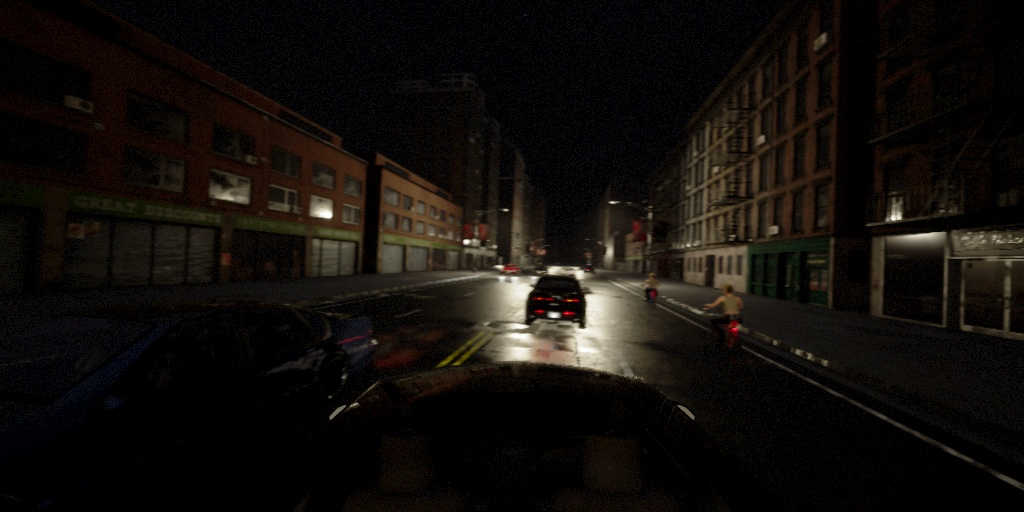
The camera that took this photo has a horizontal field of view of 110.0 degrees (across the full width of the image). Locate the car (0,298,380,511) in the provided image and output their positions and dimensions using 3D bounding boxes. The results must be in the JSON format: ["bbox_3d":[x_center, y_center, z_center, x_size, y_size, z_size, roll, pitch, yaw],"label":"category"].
[{"bbox_3d":[-3.392,1.172,3.513,2.033,1.411,5.357,2,-1,9],"label":"car"}]

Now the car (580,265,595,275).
[{"bbox_3d":[12.673,2.319,59.220,1.837,1.490,4.892,2,0,10],"label":"car"}]

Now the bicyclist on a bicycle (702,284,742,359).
[{"bbox_3d":[4.980,1.461,8.382,0.866,1.612,1.509,2,-1,10],"label":"bicyclist on a bicycle"}]

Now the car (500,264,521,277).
[{"bbox_3d":[-0.127,1.655,42.780,1.812,1.442,4.674,2,-1,10],"label":"car"}]

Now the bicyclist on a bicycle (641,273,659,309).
[{"bbox_3d":[6.410,1.599,16.531,0.866,1.612,1.509,2,-1,9],"label":"bicyclist on a bicycle"}]

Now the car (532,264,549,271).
[{"bbox_3d":[3.763,1.829,46.310,1.837,1.490,4.892,2,-1,10],"label":"car"}]

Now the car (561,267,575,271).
[{"bbox_3d":[7.026,2.050,45.024,1.895,1.301,4.718,2,-1,9],"label":"car"}]

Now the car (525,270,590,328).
[{"bbox_3d":[1.575,1.424,12.315,1.837,1.490,4.892,2,-1,9],"label":"car"}]
